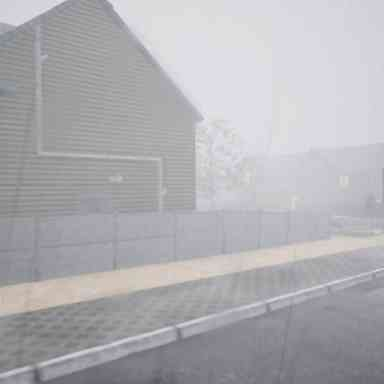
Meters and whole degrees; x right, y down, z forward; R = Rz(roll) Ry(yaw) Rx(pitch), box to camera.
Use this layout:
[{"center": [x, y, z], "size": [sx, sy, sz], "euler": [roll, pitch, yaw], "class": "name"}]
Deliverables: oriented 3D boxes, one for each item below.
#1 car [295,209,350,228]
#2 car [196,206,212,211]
[{"center": [8.755, 1.921, 24.010], "size": [1.895, 1.301, 4.718], "euler": [-1, -1, -36], "class": "car"}, {"center": [1.160, 2.193, 34.641], "size": [1.994, 1.385, 4.181], "euler": [-1, -1, -36], "class": "car"}]
